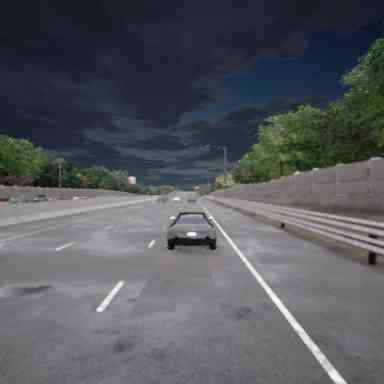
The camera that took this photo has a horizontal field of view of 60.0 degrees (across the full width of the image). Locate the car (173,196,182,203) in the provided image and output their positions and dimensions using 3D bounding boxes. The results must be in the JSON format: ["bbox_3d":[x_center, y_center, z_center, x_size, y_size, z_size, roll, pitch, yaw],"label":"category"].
[{"bbox_3d":[-3.513,1.720,77.411,1.812,1.442,4.674,0,0,0],"label":"car"}]

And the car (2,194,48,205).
[{"bbox_3d":[-17.575,1.250,35.962,2.150,2.045,5.566,0,-1,0],"label":"car"}]

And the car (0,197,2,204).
[{"bbox_3d":[-21.077,1.376,35.530,2.097,1.767,4.553,0,0,0],"label":"car"}]

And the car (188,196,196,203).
[{"bbox_3d":[-0.013,1.748,77.411,1.994,1.385,4.181,0,0,0],"label":"car"}]

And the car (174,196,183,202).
[{"bbox_3d":[-3.516,1.690,87.412,2.128,1.511,4.902,0,0,0],"label":"car"}]

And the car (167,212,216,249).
[{"bbox_3d":[-0.005,1.564,14.598,1.994,1.385,4.181,0,0,0],"label":"car"}]

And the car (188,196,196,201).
[{"bbox_3d":[-0.016,1.760,87.442,1.895,1.301,4.718,0,0,0],"label":"car"}]

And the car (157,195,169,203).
[{"bbox_3d":[-7.014,1.728,76.160,2.033,1.411,5.357,0,0,0],"label":"car"}]
